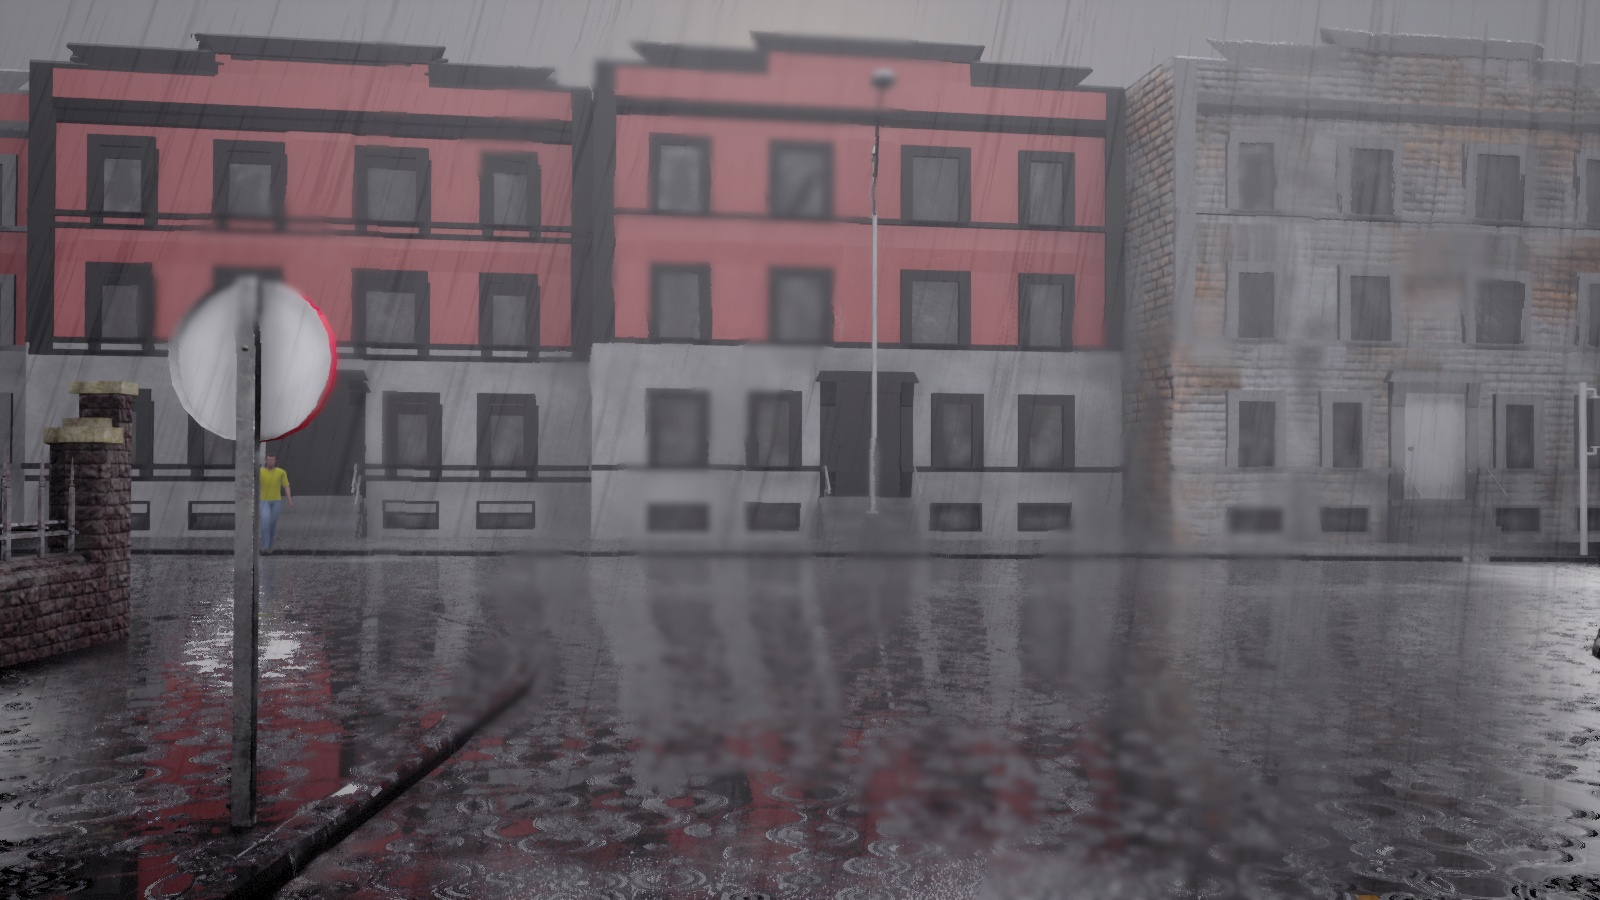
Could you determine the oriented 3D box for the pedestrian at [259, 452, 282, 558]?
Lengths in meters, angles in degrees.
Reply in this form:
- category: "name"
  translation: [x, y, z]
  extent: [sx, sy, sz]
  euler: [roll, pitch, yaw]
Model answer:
- category: "pedestrian"
  translation: [-9.282, 0.954, 22.002]
  extent: [0.354, 1.836, 0.706]
  euler: [0, -1, -23]
